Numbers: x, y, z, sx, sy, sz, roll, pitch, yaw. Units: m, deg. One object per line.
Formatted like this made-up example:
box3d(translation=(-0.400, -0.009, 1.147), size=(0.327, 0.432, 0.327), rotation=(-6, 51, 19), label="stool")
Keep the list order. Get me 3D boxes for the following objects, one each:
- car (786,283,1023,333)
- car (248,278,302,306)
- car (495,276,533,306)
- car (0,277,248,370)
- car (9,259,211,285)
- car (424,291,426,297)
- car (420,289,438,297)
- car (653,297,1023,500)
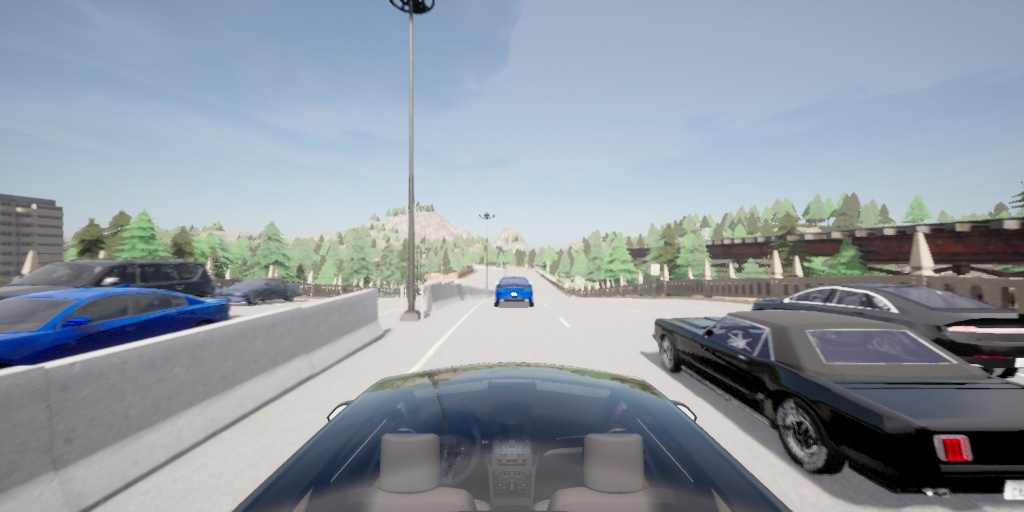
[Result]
box3d(translation=(7.103, 1.307, 7.369), size=(2.128, 1.511, 4.902), rotation=(0, -1, 0), label="car")
box3d(translation=(-14.092, 1.957, 20.098), size=(2.033, 1.411, 5.357), rotation=(0, -4, 0), label="car")
box3d(translation=(0.107, 1.829, 19.381), size=(1.882, 1.535, 5.008), rotation=(0, -4, 0), label="car")
box3d(translation=(-7.098, 1.268, 5.766), size=(1.882, 1.535, 5.008), rotation=(0, -1, 0), label="car")
box3d(translation=(-10.596, 1.090, 9.291), size=(2.150, 2.045, 5.566), rotation=(0, -2, 0), label="car")
box3d(translation=(-10.550, 5.116, 50.739), size=(1.812, 1.442, 4.674), rotation=(0, -6, 0), label="car")
box3d(translation=(-14.009, 6.293, 60.663), size=(1.895, 1.301, 4.718), rotation=(0, -6, 1), label="car")
box3d(translation=(3.602, 1.375, 4.732), size=(1.895, 1.301, 4.718), rotation=(0, -1, 0), label="car")
